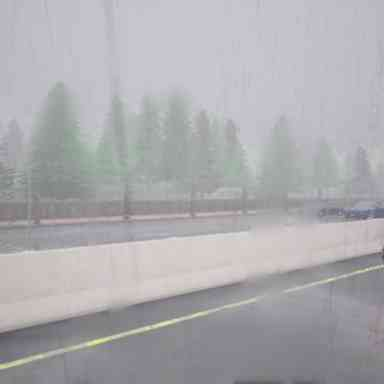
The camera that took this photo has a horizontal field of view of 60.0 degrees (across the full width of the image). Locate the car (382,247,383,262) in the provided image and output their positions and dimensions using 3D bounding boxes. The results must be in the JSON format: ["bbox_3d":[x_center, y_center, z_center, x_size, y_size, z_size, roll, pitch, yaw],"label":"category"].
[{"bbox_3d":[7.342,1.235,8.981,5.566,2.045,2.150,0,0,-35],"label":"car"}]
